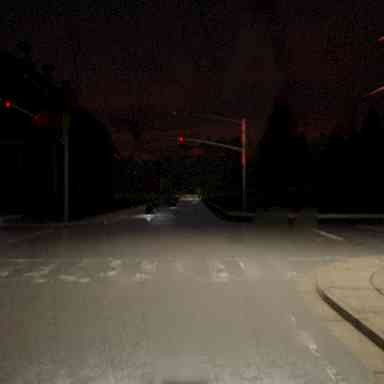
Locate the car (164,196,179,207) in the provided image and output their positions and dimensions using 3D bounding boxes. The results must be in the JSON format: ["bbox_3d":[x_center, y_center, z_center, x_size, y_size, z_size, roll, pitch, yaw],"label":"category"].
[{"bbox_3d":[-3.565,1.364,50.807,2.097,1.767,4.553,0,0,0],"label":"car"}]

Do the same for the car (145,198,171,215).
[{"bbox_3d":[-3.589,1.573,34.099,1.994,1.385,4.181,0,0,0],"label":"car"}]
